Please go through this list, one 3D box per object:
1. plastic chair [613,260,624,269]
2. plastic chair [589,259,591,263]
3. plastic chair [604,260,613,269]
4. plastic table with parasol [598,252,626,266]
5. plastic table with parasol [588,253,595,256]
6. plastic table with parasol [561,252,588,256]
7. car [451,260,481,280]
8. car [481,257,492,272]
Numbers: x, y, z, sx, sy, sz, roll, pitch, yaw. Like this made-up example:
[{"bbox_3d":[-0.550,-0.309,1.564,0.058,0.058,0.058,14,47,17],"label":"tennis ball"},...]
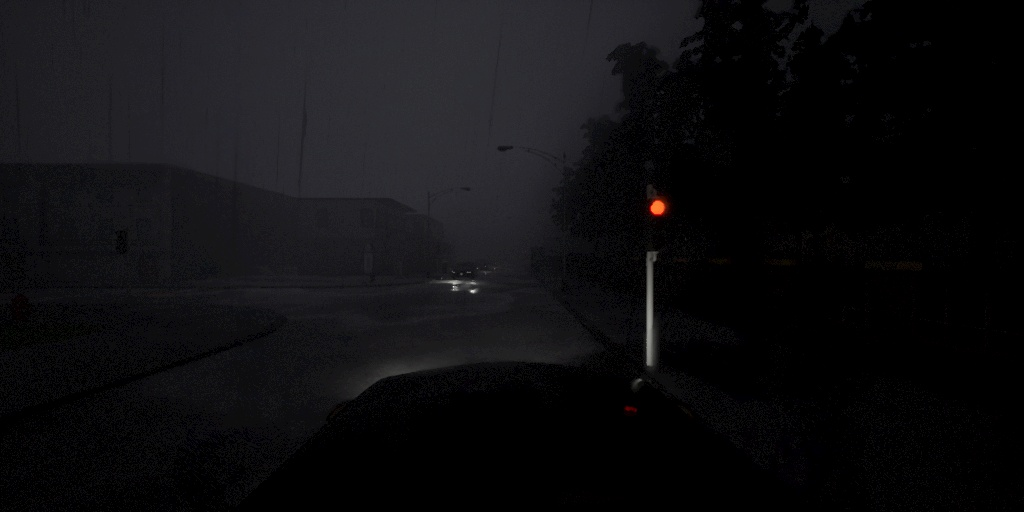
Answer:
[{"bbox_3d":[16.070,1.252,54.117,0.750,1.272,0.730,0,0,-40],"label":"plastic chair"},{"bbox_3d":[13.770,1.253,62.443,0.730,1.272,0.750,0,0,-35],"label":"plastic chair"},{"bbox_3d":[14.364,1.262,54.215,0.730,1.272,0.750,0,0,-35],"label":"plastic chair"},{"bbox_3d":[15.338,0.649,55.116,2.482,2.480,2.482,0,0,-40],"label":"plastic table with parasol"},{"bbox_3d":[14.722,0.621,63.330,2.482,2.480,2.482,0,0,-42],"label":"plastic table with parasol"},{"bbox_3d":[10.021,0.637,57.859,2.482,2.480,2.482,0,0,-40],"label":"plastic table with parasol"},{"bbox_3d":[-4.070,1.230,31.217,1.837,1.490,4.892,0,0,0],"label":"car"},{"bbox_3d":[-4.049,1.217,46.666,1.837,1.490,4.892,0,0,0],"label":"car"}]
